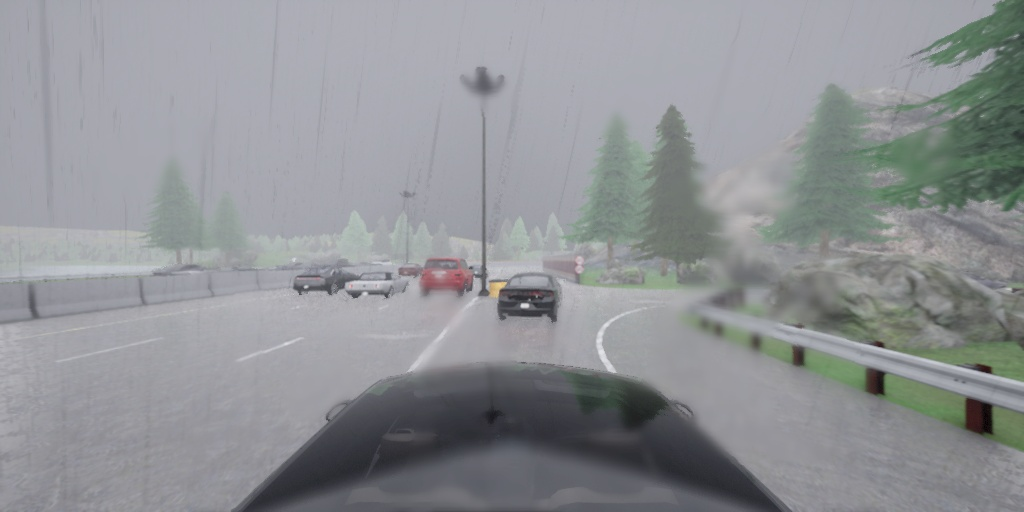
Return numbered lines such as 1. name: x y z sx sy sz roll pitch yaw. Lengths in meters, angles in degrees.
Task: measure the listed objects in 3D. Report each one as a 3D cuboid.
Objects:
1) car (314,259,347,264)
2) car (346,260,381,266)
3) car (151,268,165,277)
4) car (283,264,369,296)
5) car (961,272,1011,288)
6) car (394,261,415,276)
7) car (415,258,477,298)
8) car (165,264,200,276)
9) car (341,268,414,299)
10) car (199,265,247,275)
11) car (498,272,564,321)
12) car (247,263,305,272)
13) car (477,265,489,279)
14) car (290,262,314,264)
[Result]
1. car: -24.697 1.358 49.998 2.150 2.045 5.566 0 -1 0
2. car: -21.197 1.637 51.413 2.128 1.511 4.902 0 -1 0
3. car: -31.675 1.515 34.394 1.837 1.490 4.892 0 -1 0
4. car: -10.443 1.391 20.624 2.128 1.511 4.902 0 0 0
5. car: 21.786 1.436 17.744 4.181 1.385 1.994 0 0 -1
6. car: -10.488 1.514 37.858 1.882 1.535 5.008 0 0 0
7. car: -3.441 1.115 19.853 2.150 2.045 5.566 0 0 0
8. car: -28.173 1.597 32.659 1.895 1.301 4.718 0 0 0
9. car: -6.939 1.489 19.126 1.895 1.301 4.718 0 0 0
10. car: -24.671 1.591 31.932 1.895 1.301 4.718 0 0 0
11. car: 0.823 1.317 12.983 1.882 1.535 5.008 0 0 10
12. car: -21.171 1.558 32.418 1.994 1.385 4.181 0 0 0
13. car: -3.486 1.593 36.975 1.994 1.385 4.181 0 0 0
14. car: -28.190 1.679 49.814 2.033 1.411 5.357 0 0 0
